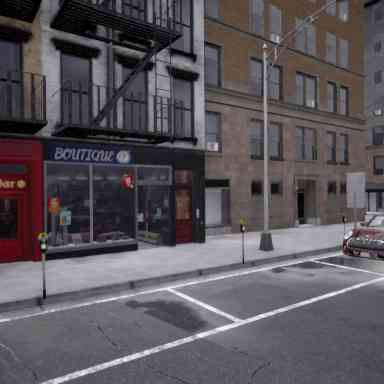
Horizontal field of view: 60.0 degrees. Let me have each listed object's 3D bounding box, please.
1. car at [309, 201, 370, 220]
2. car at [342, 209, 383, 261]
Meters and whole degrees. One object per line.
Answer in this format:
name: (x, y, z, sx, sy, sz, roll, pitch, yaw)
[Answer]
car: (13.916, 1.665, 31.696, 1.882, 1.535, 5.008, -1, 0, -37)
car: (7.036, 1.442, 11.586, 4.097, 1.590, 1.967, 0, -1, -36)
